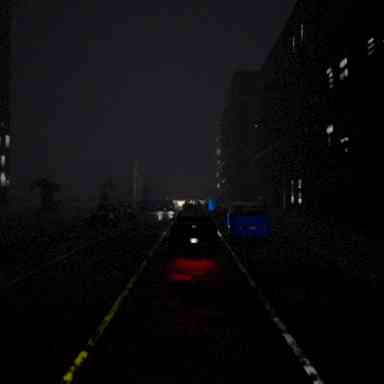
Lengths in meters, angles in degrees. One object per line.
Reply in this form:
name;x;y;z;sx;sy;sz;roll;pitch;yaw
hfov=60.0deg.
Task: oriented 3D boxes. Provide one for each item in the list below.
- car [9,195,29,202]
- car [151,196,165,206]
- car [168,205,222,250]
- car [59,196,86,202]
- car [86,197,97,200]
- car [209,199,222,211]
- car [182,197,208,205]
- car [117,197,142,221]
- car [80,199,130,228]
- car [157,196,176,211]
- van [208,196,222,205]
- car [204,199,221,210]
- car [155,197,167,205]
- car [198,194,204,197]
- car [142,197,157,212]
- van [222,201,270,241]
car;-42.968;1.633;82.218;5.009;1.841;2.192;0;-1;1
car;-5.682;1.497;56.008;1.967;1.590;4.097;1;0;0
car;0.073;1.527;14.486;1.837;1.490;4.892;0;0;0
car;-26.426;1.552;73.408;4.097;1.590;1.967;0;-1;1
car;-25.254;1.800;82.030;4.313;1.339;1.947;0;-1;1
car;2.683;1.584;27.818;1.887;1.381;4.507;1;0;0
car;0.067;1.534;30.357;2.128;1.511;4.902;0;0;0
car;-5.664;1.480;27.780;1.967;1.590;4.097;1;0;0
car;-5.666;1.474;22.133;1.967;1.590;4.097;1;0;0
car;-3.126;1.598;40.919;2.033;1.411;5.357;0;0;0
van;2.678;1.390;39.109;1.690;1.788;3.998;1;0;0
car;2.671;1.618;44.755;1.947;1.339;4.313;1;0;0
car;-5.687;1.604;61.654;1.887;1.381;4.507;1;0;0
car;2.639;1.602;94.180;2.008;1.369;4.403;1;0;0
car;-5.672;1.594;39.070;1.887;1.381;4.507;1;0;0
van;2.692;1.367;16.524;1.690;1.788;3.998;1;0;0
